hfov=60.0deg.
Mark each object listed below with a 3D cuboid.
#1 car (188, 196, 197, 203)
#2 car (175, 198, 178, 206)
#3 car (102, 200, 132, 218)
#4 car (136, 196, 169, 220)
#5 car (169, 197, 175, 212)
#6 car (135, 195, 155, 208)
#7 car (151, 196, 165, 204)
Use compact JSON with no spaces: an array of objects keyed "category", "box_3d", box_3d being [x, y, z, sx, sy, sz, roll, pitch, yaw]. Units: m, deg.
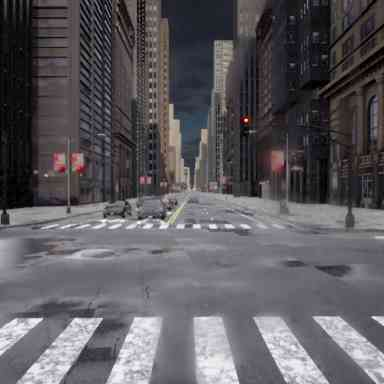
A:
[{"category":"car","box_3d":[0.161,1.479,66.713,2.033,1.411,5.357,0,0,0]},{"category":"car","box_3d":[-3.282,1.523,52.991,1.994,1.385,4.181,0,0,0]},{"category":"car","box_3d":[-6.573,1.488,29.681,1.837,1.490,4.892,0,0,0]},{"category":"car","box_3d":[-3.265,1.338,27.778,2.097,1.767,4.553,0,0,-2]},{"category":"car","box_3d":[-3.316,1.502,38.920,1.812,1.442,4.674,0,0,0]},{"category":"car","box_3d":[-6.551,1.321,46.696,2.097,1.767,4.553,0,0,0]},{"category":"car","box_3d":[-6.443,1.493,63.847,2.033,1.411,5.357,0,0,0]}]
